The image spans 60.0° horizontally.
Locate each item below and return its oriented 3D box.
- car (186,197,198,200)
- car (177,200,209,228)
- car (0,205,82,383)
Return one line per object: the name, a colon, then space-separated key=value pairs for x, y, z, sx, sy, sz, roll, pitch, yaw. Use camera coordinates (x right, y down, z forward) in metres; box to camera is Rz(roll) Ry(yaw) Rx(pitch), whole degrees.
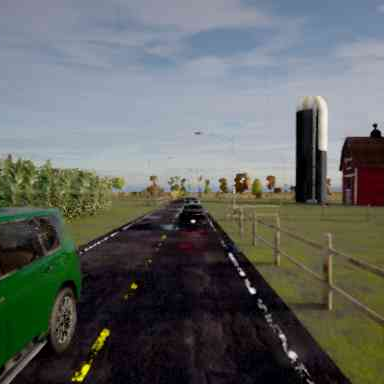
car: x=0.024 y=1.365 z=42.227 sx=2.097 sy=1.767 sz=4.553 roll=0 pitch=0 yaw=0
car: x=0.070 y=1.506 z=22.387 sx=1.837 sy=1.490 sz=4.892 roll=0 pitch=0 yaw=0
car: x=-2.843 y=1.220 z=3.169 sx=2.150 sy=2.045 sz=5.566 roll=0 pitch=0 yaw=0
